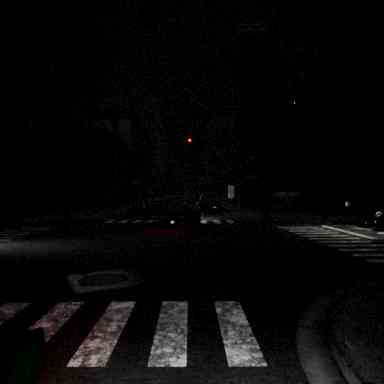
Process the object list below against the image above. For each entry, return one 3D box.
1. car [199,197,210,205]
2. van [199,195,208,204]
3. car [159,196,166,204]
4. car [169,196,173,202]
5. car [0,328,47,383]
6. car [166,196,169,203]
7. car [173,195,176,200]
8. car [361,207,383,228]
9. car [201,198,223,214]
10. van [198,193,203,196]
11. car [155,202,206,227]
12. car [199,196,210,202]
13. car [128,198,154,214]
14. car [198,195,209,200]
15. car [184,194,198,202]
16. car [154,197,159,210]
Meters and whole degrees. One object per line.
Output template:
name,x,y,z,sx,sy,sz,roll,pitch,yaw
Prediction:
car,2.373,1.647,63.644,2.008,1.369,4.403,0,0,0
van,2.380,1.453,69.155,1.690,1.788,3.998,0,0,0
car,-5.665,1.653,52.633,1.802,1.307,4.206,0,0,0
car,-5.645,1.552,69.165,1.967,1.590,4.097,0,0,0
car,-2.471,1.601,1.162,1.895,1.301,4.718,0,0,2
car,-5.658,1.634,58.143,2.008,1.369,4.403,0,0,0
car,-5.630,1.694,80.186,2.008,1.369,4.403,0,0,0
car,13.001,1.304,20.607,4.553,1.767,2.097,0,0,0
car,2.338,1.606,36.090,1.947,1.339,4.313,0,0,0
van,2.366,1.424,58.134,1.690,1.788,3.998,0,0,0
car,-0.694,1.620,23.358,1.895,1.301,4.718,0,0,15
car,2.352,1.641,47.112,1.802,1.307,4.206,0,0,0
car,-5.687,1.480,36.101,1.967,1.590,4.097,0,0,0
car,2.359,1.637,52.623,1.947,1.339,4.313,0,0,0
car,-0.163,1.601,63.265,1.837,1.490,4.892,0,0,0
car,-5.679,1.489,41.612,1.967,1.590,4.097,0,0,0
